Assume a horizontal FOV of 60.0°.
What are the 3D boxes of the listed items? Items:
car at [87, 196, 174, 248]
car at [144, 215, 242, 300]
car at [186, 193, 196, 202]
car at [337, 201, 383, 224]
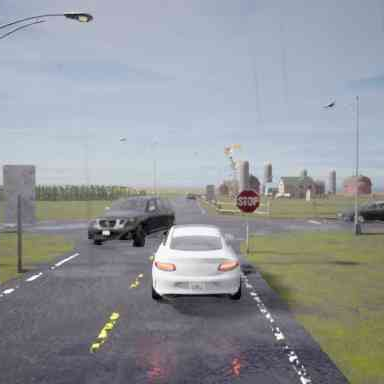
[{"bbox_3d":[-2.528,1.222,15.385,2.150,2.045,5.566,-1,-1,17],"label":"car"},{"bbox_3d":[0.084,1.523,8.257,1.812,1.442,4.674,0,0,0],"label":"car"},{"bbox_3d":[-0.164,1.217,78.657,2.150,2.045,5.566,0,0,0],"label":"car"},{"bbox_3d":[13.201,1.469,24.366,4.892,1.490,1.837,-1,1,-3],"label":"car"}]
